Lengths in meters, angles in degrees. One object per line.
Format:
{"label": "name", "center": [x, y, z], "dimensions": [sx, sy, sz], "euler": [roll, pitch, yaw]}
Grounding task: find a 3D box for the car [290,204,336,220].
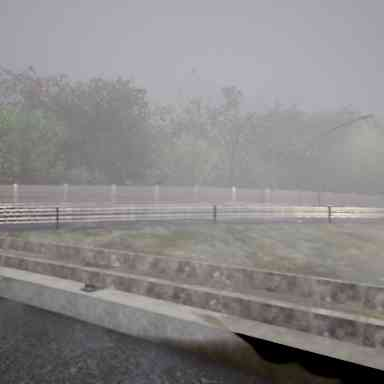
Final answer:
{"label": "car", "center": [12.208, 1.941, 33.539], "dimensions": [5.008, 1.535, 1.882], "euler": [2, -1, -20]}
